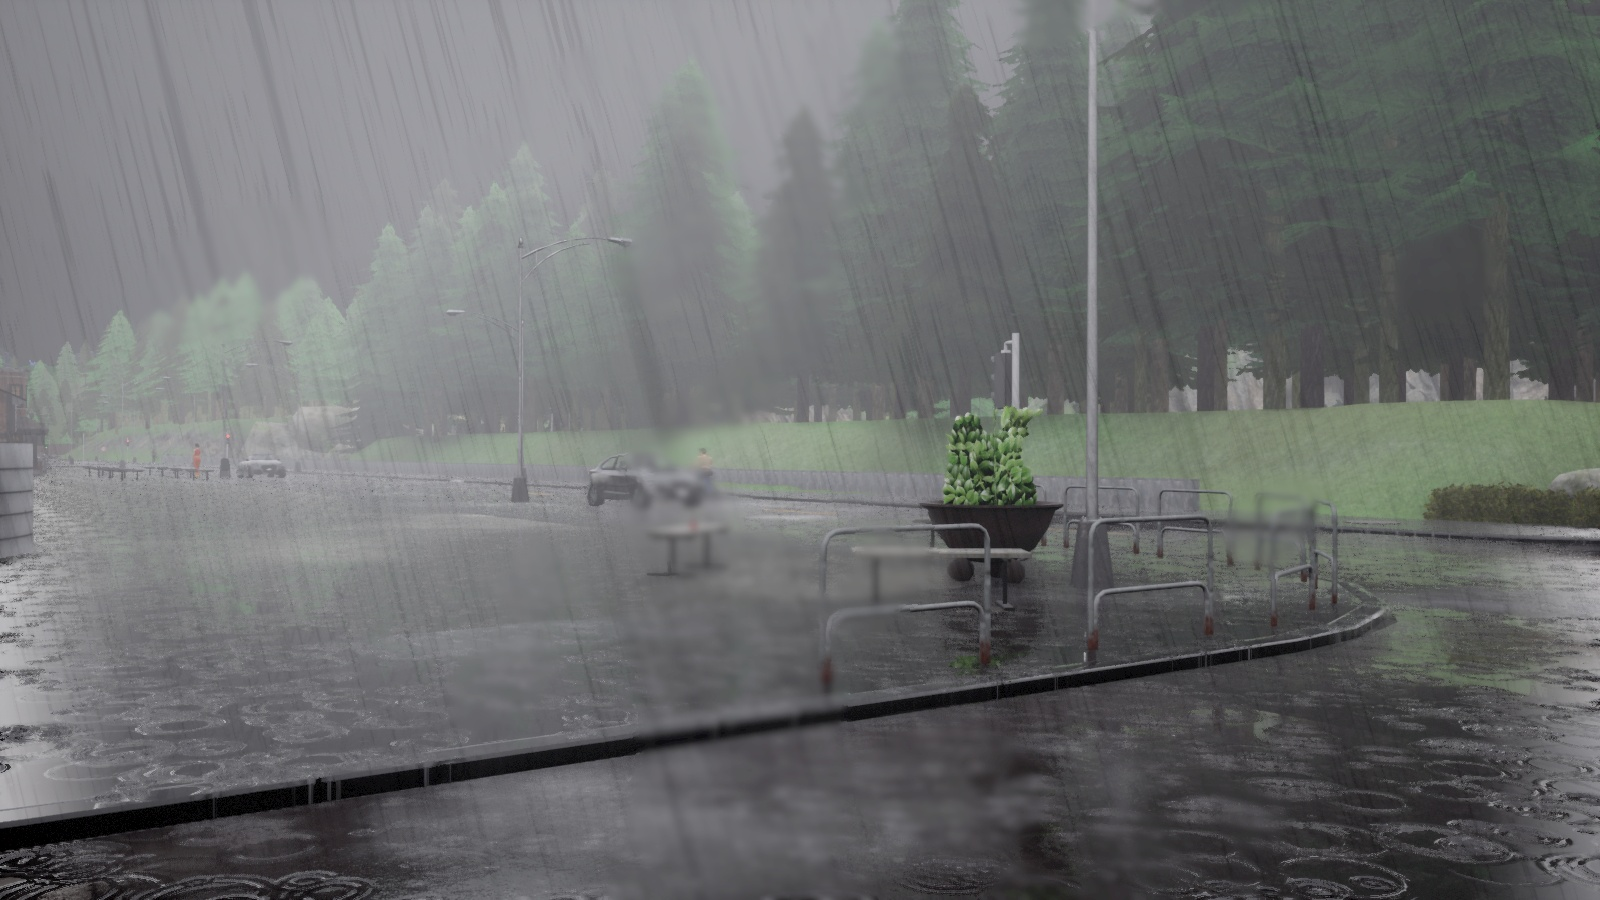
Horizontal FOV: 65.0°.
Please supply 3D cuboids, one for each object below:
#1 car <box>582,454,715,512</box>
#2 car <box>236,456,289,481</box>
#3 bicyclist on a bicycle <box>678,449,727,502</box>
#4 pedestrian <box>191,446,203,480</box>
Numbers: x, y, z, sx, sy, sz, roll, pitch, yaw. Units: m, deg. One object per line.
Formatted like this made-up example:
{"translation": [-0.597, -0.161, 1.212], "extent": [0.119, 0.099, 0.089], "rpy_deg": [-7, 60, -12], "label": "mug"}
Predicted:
{"translation": [-4.186, 0.851, 34.120], "extent": [1.816, 1.474, 4.193], "rpy_deg": [0, 0, -35], "label": "car"}
{"translation": [-31.061, 1.052, 72.483], "extent": [1.994, 1.385, 4.181], "rpy_deg": [0, 0, -35], "label": "car"}
{"translation": [-3.072, 0.784, 39.503], "extent": [0.866, 1.612, 1.509], "rpy_deg": [0, 0, -35], "label": "bicyclist on a bicycle"}
{"translation": [-32.934, 0.692, 68.604], "extent": [0.594, 1.836, 0.345], "rpy_deg": [0, 0, 33], "label": "pedestrian"}
